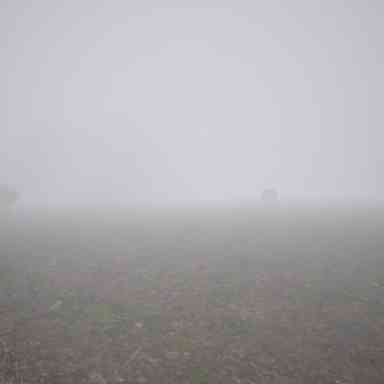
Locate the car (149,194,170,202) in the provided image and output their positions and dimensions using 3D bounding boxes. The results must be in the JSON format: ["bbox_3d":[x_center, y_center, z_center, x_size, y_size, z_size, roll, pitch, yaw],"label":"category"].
[{"bbox_3d":[-6.081,1.066,62.312,1.994,1.385,4.181,-1,0,35],"label":"car"}]
